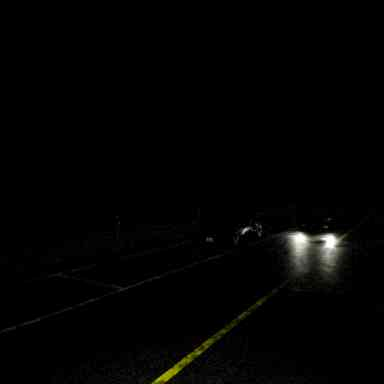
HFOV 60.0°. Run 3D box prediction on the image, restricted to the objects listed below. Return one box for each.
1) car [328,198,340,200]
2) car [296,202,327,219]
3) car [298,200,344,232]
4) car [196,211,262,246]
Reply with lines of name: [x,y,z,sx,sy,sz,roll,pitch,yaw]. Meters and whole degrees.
car: [13.571,1.566,34.144,1.947,1.339,4.313,0,0,32]
car: [10.644,1.582,29.458,1.802,1.307,4.206,0,0,32]
car: [7.995,1.478,20.366,1.882,1.535,5.008,0,0,32]
car: [1.865,1.566,15.398,1.947,1.339,4.313,0,0,32]
